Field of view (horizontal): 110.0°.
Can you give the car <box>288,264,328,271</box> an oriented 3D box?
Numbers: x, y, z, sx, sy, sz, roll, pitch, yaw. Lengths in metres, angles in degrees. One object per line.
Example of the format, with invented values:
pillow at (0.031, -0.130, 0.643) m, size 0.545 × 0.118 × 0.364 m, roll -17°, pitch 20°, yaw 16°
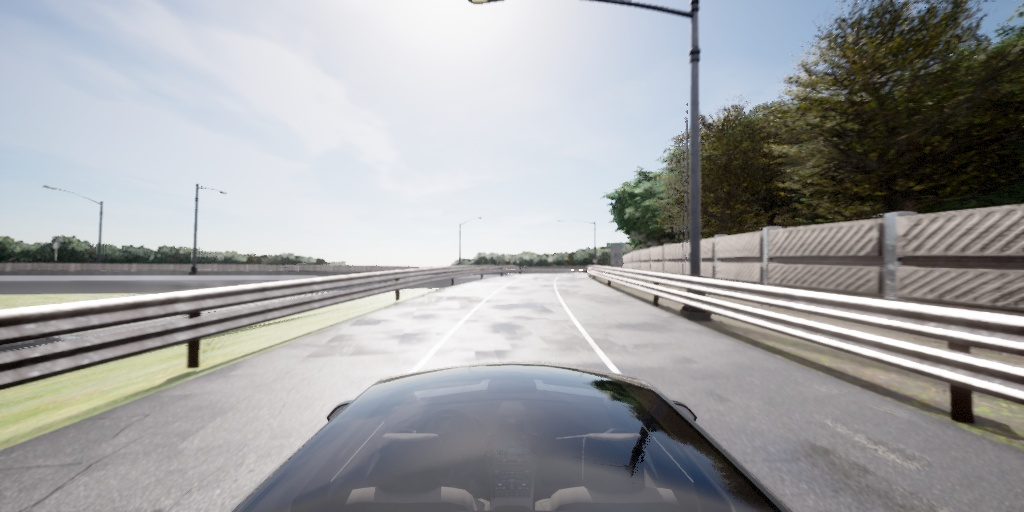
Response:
car at (-27.467, 1.781, 48.405) m, size 4.674 × 1.442 × 1.812 m, roll 1°, pitch -2°, yaw -28°
